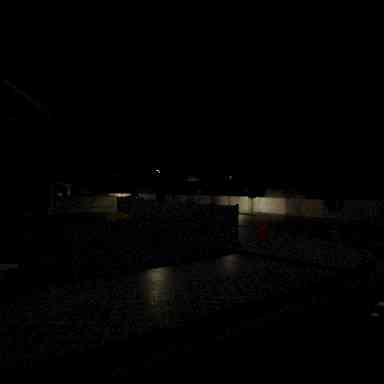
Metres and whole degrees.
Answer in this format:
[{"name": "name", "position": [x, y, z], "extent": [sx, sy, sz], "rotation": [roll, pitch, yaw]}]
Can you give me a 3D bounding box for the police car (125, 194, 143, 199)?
[{"name": "police car", "position": [-8.025, 1.092, 46.957], "extent": [1.930, 1.638, 5.238], "rotation": [1, 0, -42]}]
